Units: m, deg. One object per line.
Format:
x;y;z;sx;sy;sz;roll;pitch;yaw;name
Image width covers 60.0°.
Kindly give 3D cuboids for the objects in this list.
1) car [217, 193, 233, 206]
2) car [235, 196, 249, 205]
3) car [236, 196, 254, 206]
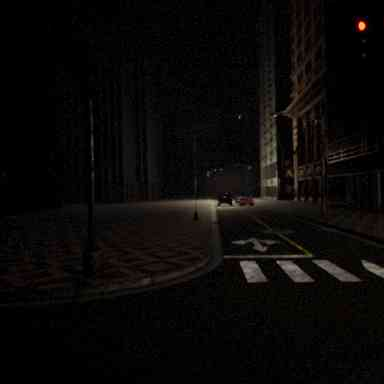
5.137;1.111;51.441;2.150;2.045;5.566;-1;0;4;car
8.514;1.417;57.130;1.895;1.301;4.718;-1;0;4;car
8.038;1.425;49.154;1.895;1.301;4.718;-1;0;4;car
